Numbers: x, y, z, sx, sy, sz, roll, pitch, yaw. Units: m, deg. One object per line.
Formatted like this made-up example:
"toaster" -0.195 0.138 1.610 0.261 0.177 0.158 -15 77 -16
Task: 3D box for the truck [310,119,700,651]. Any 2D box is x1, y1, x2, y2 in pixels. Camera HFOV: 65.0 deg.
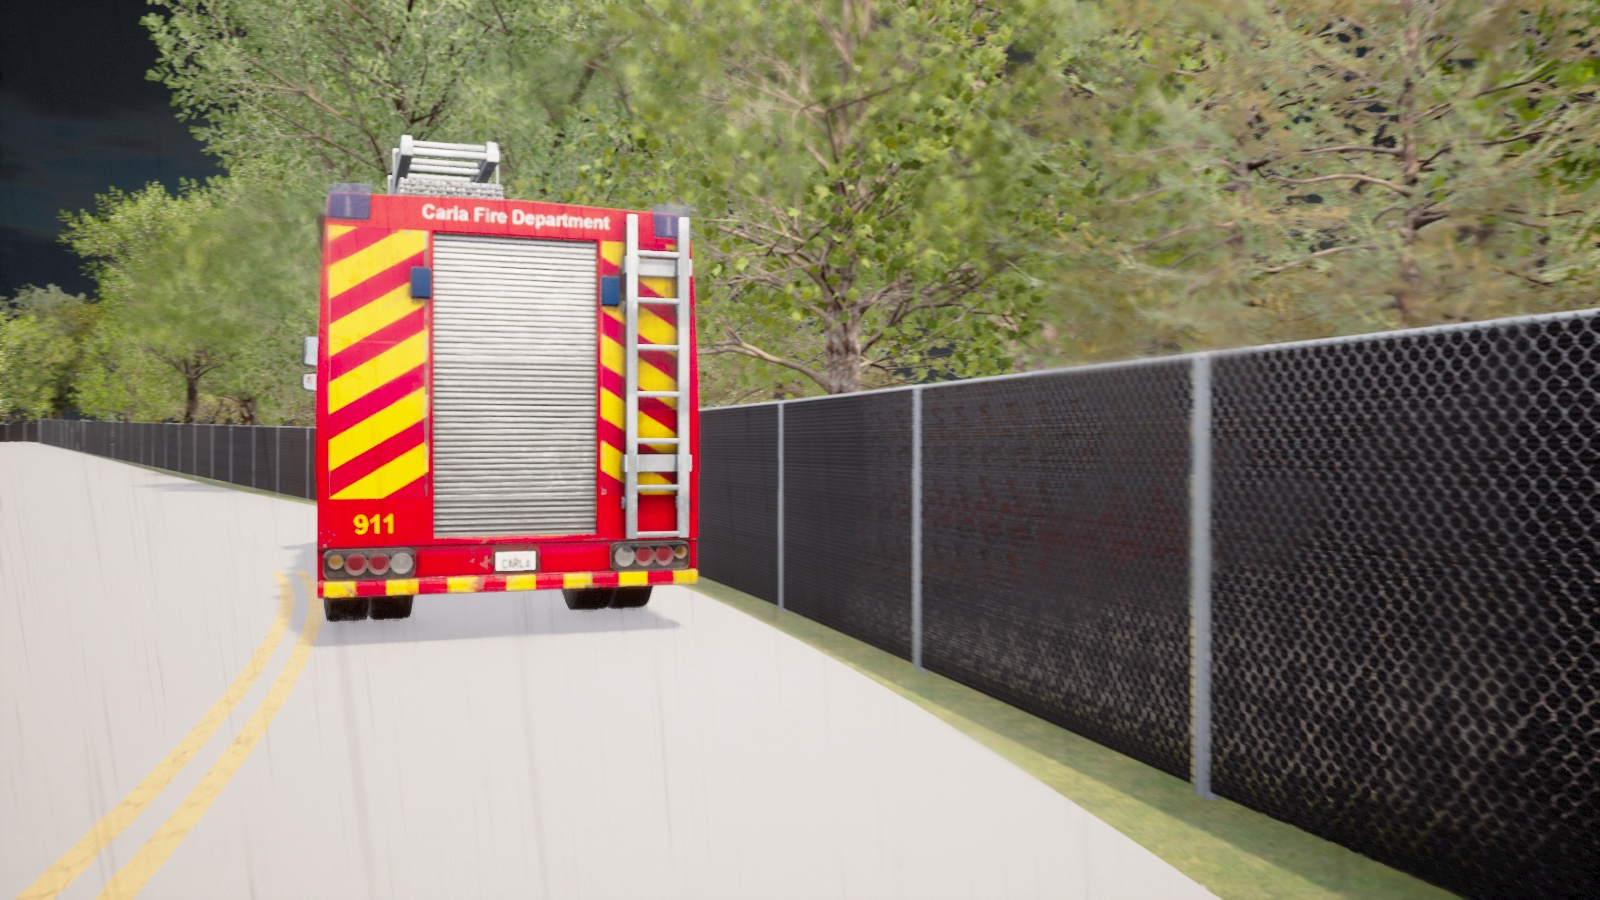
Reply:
"truck" -3.619 -0.484 13.508 2.891 3.827 8.468 0 0 -20
